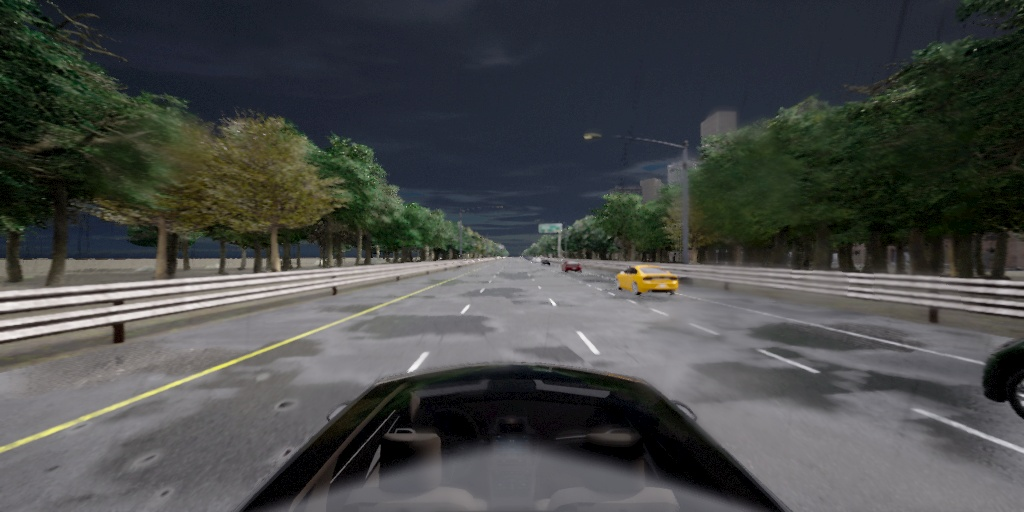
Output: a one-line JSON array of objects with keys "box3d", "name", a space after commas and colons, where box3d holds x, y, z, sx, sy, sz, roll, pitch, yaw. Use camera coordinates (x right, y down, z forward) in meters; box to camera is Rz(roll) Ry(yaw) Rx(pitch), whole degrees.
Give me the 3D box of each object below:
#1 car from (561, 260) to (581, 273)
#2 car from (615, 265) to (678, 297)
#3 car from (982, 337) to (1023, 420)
[{"box3d": [7.091, 1.262, 43.222, 1.882, 1.535, 5.008, 0, 0, 0], "name": "car"}, {"box3d": [7.015, 1.239, 19.178, 1.882, 1.535, 5.008, 0, 0, 0], "name": "car"}, {"box3d": [6.998, 1.105, 2.586, 2.097, 1.767, 4.553, 0, 0, 0], "name": "car"}]
